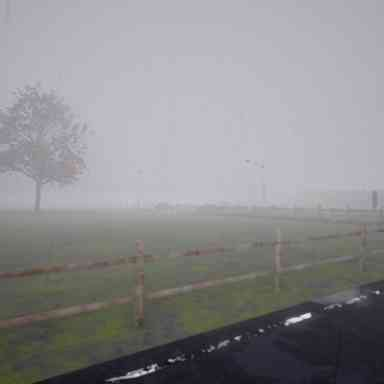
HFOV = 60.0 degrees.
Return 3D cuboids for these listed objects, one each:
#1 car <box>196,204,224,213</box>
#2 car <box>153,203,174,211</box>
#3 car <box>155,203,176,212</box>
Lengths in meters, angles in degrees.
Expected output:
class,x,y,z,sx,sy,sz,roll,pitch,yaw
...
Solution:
class,x,y,z,sx,sy,sz,roll,pitch,yaw
car,2.797,2.644,53.314,2.033,1.411,5.357,1,-1,-34
car,-5.616,2.870,65.587,1.882,1.535,5.008,1,-1,-34
car,-4.993,2.814,59.810,2.033,1.411,5.357,1,-1,-34
